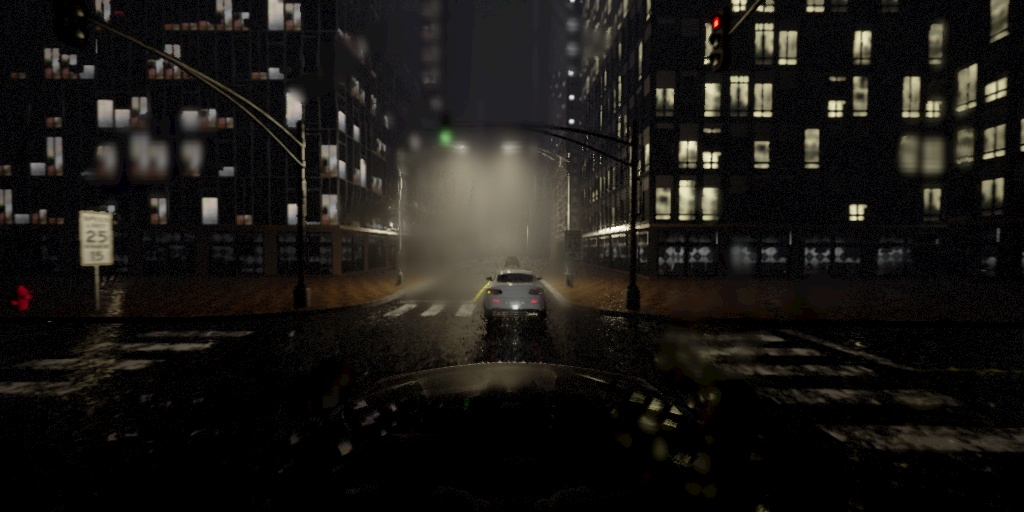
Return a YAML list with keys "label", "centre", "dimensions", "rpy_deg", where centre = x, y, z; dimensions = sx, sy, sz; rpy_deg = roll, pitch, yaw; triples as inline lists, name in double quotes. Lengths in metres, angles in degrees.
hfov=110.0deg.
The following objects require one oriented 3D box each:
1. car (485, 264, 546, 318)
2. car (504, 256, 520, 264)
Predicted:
- label: "car"
  centre: [0.107, 1.136, 12.074]
  dimensions: [1.812, 1.442, 4.674]
  rpy_deg: [0, 0, 0]
- label: "car"
  centre: [0.012, 0.771, 49.529]
  dimensions: [1.837, 1.490, 4.892]
  rpy_deg: [0, 1, 0]
